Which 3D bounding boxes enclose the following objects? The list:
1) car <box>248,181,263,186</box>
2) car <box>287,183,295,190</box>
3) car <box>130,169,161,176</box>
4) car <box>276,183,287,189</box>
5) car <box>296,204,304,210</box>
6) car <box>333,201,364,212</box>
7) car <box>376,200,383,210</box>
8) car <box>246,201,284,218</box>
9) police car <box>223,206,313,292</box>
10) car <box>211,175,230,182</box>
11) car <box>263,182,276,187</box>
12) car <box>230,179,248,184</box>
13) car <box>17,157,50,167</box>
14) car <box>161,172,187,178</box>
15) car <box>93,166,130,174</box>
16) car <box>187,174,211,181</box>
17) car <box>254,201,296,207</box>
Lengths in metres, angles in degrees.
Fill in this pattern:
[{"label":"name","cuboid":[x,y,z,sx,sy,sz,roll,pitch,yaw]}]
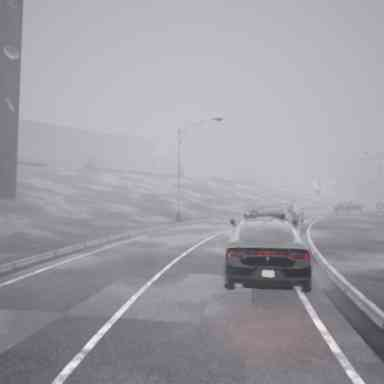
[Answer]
[{"label":"car","cuboid":[12.621,-1.626,72.110,4.674,1.452,2.002,4,-5,-44]},{"label":"car","cuboid":[24.012,-1.042,84.265,2.435,2.045,5.566,-3,-5,42]},{"label":"car","cuboid":[-8.073,-2.907,53.507,4.892,1.521,2.231,3,-5,-38]},{"label":"car","cuboid":[20.257,-1.236,80.099,2.185,1.767,4.553,-3,-5,43]},{"label":"car","cuboid":[6.675,1.508,23.417,1.837,1.490,4.892,-2,-1,26]},{"label":"car","cuboid":[19.910,1.844,42.157,4.718,1.301,1.895,1,-3,-39]},{"label":"car","cuboid":[29.124,1.930,49.547,4.674,1.442,1.812,1,-4,-37]},{"label":"car","cuboid":[7.459,1.695,33.459,1.882,1.535,5.008,-3,-2,35]},{"label":"police car","cuboid":[1.952,1.384,9.041,1.930,1.638,5.238,0,0,11]},{"label":"car","cuboid":[4.514,-2.311,64.342,4.553,1.767,2.185,3,-5,-42]},{"label":"car","cuboid":[16.410,-1.405,75.982,2.231,1.521,4.892,-3,-5,44]},{"label":"car","cuboid":[8.680,-1.894,68.255,4.792,1.488,2.163,4,-5,-43]},{"label":"car","cuboid":[-20.973,-3.627,43.306,4.553,1.767,2.185,3,-4,-38]},{"label":"car","cuboid":[-3.794,-2.636,57.029,4.674,1.452,2.002,3,-5,-40]},{"label":"car","cuboid":[-12.395,-3.115,50.080,4.892,1.521,2.231,3,-4,-38]},{"label":"car","cuboid":[0.408,-2.433,60.647,5.008,1.535,2.097,3,-5,-41]},{"label":"car","cuboid":[4.444,1.478,18.141,1.837,1.490,4.892,-1,-1,20]}]
